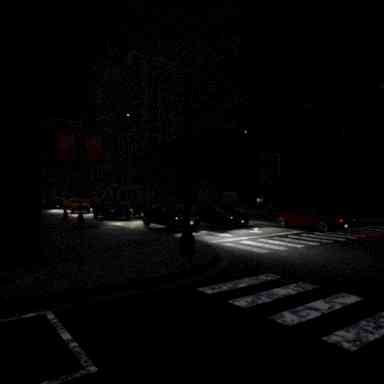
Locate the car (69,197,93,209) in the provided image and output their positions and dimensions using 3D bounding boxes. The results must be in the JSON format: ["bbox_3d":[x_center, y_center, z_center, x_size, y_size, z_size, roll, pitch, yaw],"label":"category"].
[{"bbox_3d":[-15.273,1.453,45.528,1.812,1.442,4.674,0,0,-35],"label":"car"}]

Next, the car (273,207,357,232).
[{"bbox_3d":[7.209,1.575,20.133,1.895,1.301,4.718,0,0,-36],"label":"car"}]

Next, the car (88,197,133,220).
[{"bbox_3d":[-6.867,1.438,28.212,1.882,1.535,5.008,0,0,-36],"label":"car"}]

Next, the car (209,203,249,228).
[{"bbox_3d":[1.645,1.496,21.978,1.812,1.442,4.674,0,0,-37],"label":"car"}]

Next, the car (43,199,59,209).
[{"bbox_3d":[-18.395,1.532,44.310,1.895,1.301,4.718,0,0,-35],"label":"car"}]

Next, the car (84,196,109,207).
[{"bbox_3d":[-14.466,1.408,50.229,2.128,1.511,4.902,0,0,-36],"label":"car"}]

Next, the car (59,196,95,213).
[{"bbox_3d":[-12.637,1.423,36.235,1.882,1.535,5.008,0,0,-35],"label":"car"}]

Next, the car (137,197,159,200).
[{"bbox_3d":[-3.594,1.309,29.227,2.097,1.767,4.553,0,0,-36],"label":"car"}]

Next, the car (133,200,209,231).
[{"bbox_3d":[-1.452,1.466,20.688,2.128,1.511,4.902,0,0,-36],"label":"car"}]
